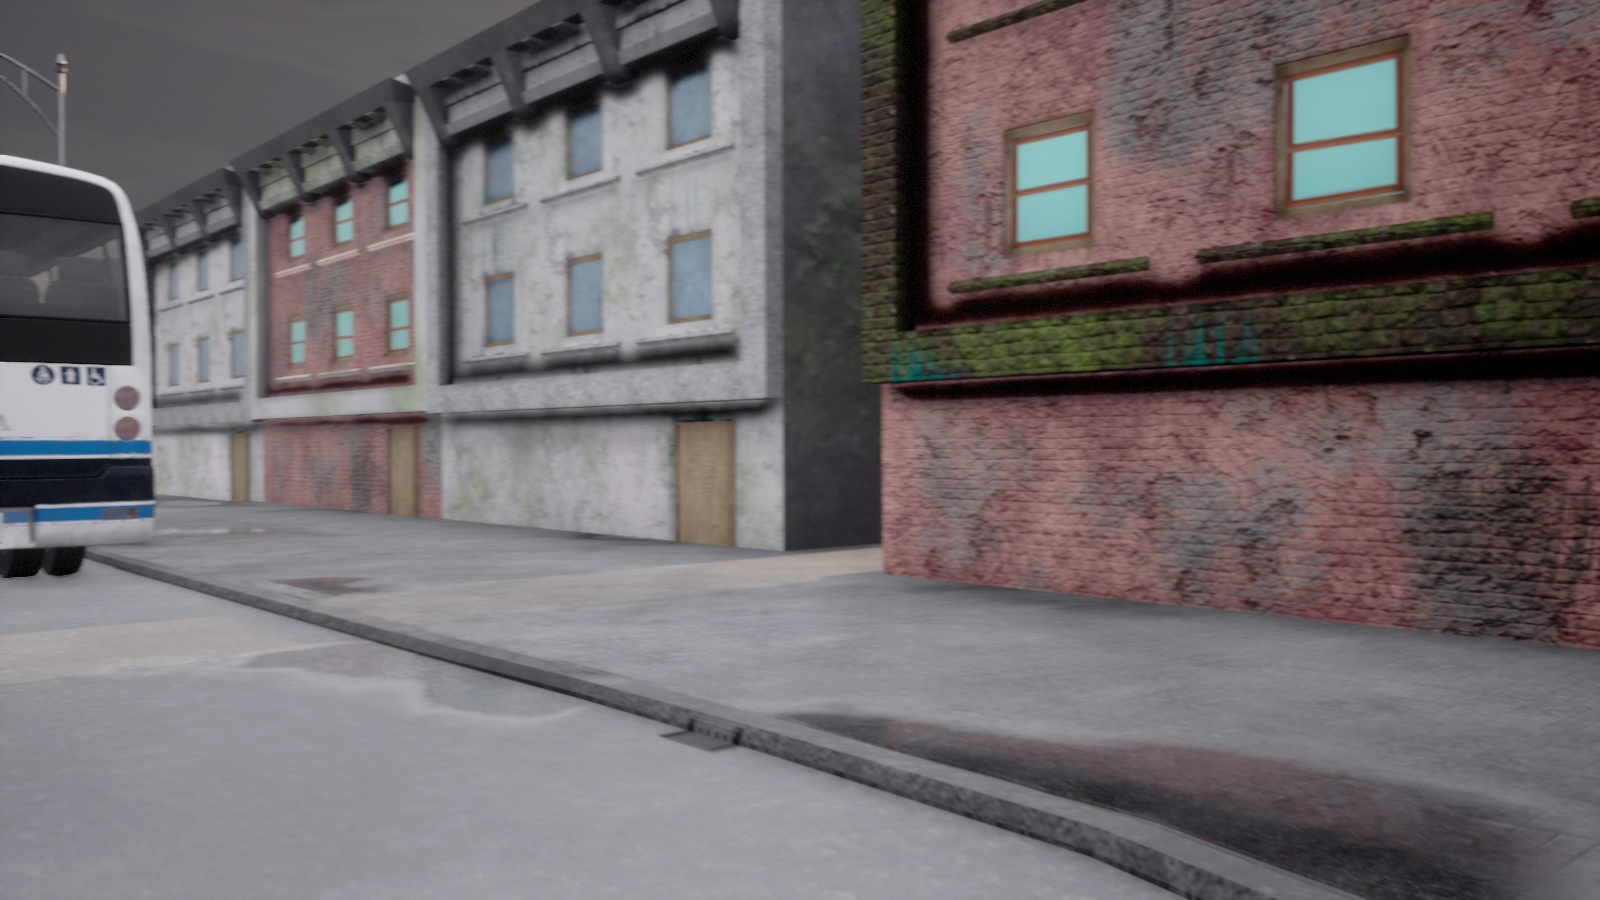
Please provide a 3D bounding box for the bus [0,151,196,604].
[{"bbox_3d":[-11.123,-0.693,15.470,3.944,4.253,10.273,0,0,-42],"label":"bus"}]
